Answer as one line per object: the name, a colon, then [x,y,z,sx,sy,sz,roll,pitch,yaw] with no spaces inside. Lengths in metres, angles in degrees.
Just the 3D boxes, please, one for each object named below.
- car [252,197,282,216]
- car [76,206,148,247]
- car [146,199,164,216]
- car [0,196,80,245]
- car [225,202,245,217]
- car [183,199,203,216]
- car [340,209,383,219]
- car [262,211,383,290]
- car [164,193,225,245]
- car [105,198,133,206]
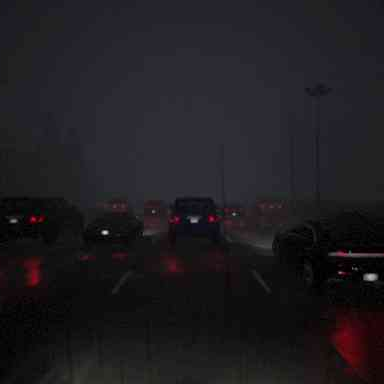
car: [7.081,1.338,31.812,2.097,1.767,4.553,0,0,0]
car: [-3.412,1.558,15.062,1.994,1.385,4.181,0,0,0]
car: [-3.418,1.491,32.162,1.837,1.490,4.892,0,0,0]
car: [-6.909,1.214,15.604,2.150,2.045,5.566,0,0,0]
car: [3.583,1.588,30.516,1.895,1.301,4.718,0,0,0]
car: [0.070,1.512,33.131,1.812,1.442,4.674,0,0,0]
car: [7.088,1.499,14.229,1.837,1.490,4.892,0,0,0]
car: [3.580,1.488,9.073,2.128,1.511,4.902,0,0,0]
car: [0.090,1.215,15.679,2.150,2.045,5.566,0,0,0]
car: [-6.919,1.339,31.823,2.097,1.767,4.553,0,0,0]
